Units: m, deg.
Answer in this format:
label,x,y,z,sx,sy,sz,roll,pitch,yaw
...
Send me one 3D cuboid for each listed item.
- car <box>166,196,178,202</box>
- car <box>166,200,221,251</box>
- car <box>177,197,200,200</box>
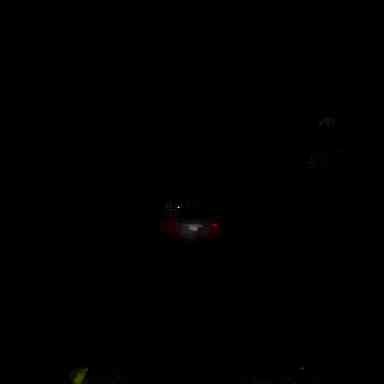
label,x,y,z,sx,sy,sz,roll,pitch,yaw
car,-2.810,1.396,51.564,1.837,1.490,4.892,0,1,0
car,0.074,1.382,14.317,2.097,1.767,4.553,0,0,0
car,0.078,1.361,29.306,2.097,1.767,4.553,0,0,0
